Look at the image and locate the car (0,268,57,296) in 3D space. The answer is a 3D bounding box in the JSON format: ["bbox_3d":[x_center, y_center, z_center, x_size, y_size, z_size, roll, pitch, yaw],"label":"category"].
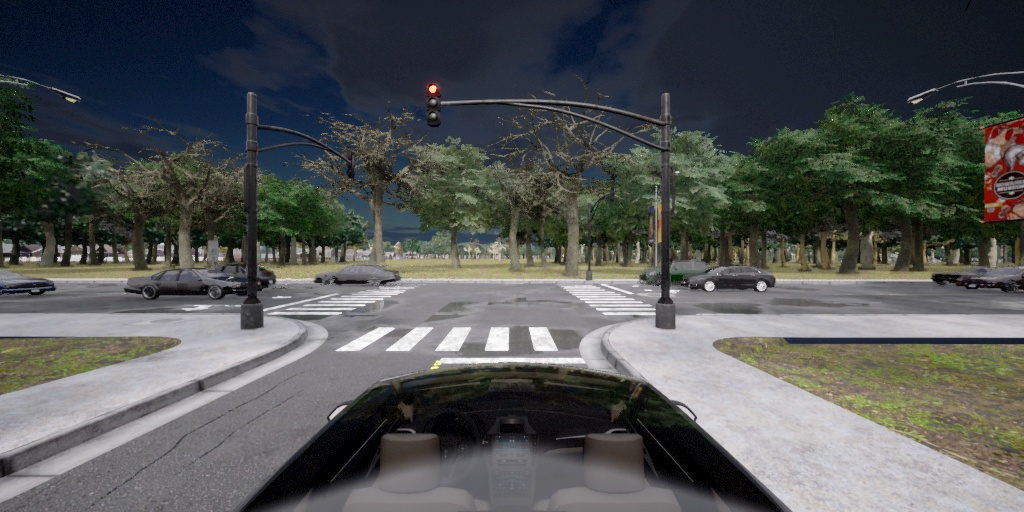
[{"bbox_3d":[-25.379,1.273,17.102,5.357,1.411,2.033,0,0,0],"label":"car"}]

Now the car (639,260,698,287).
[{"bbox_3d":[10.911,1.110,23.834,4.553,1.767,2.097,0,0,0],"label":"car"}]

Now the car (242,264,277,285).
[{"bbox_3d":[-16.230,1.233,20.561,4.892,1.490,1.837,0,0,0],"label":"car"}]

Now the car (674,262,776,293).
[{"bbox_3d":[12.319,1.268,20.587,4.892,1.490,1.837,0,0,0],"label":"car"}]

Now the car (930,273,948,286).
[{"bbox_3d":[31.095,1.389,23.848,4.718,1.301,1.895,0,0,0],"label":"car"}]

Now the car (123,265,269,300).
[{"bbox_3d":[-15.099,1.282,17.111,5.357,1.411,2.033,0,0,0],"label":"car"}]

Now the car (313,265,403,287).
[{"bbox_3d":[-10.135,1.278,23.816,5.357,1.411,2.033,0,0,0],"label":"car"}]

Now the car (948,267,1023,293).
[{"bbox_3d":[29.123,1.336,20.599,5.357,1.411,2.033,0,0,0],"label":"car"}]
